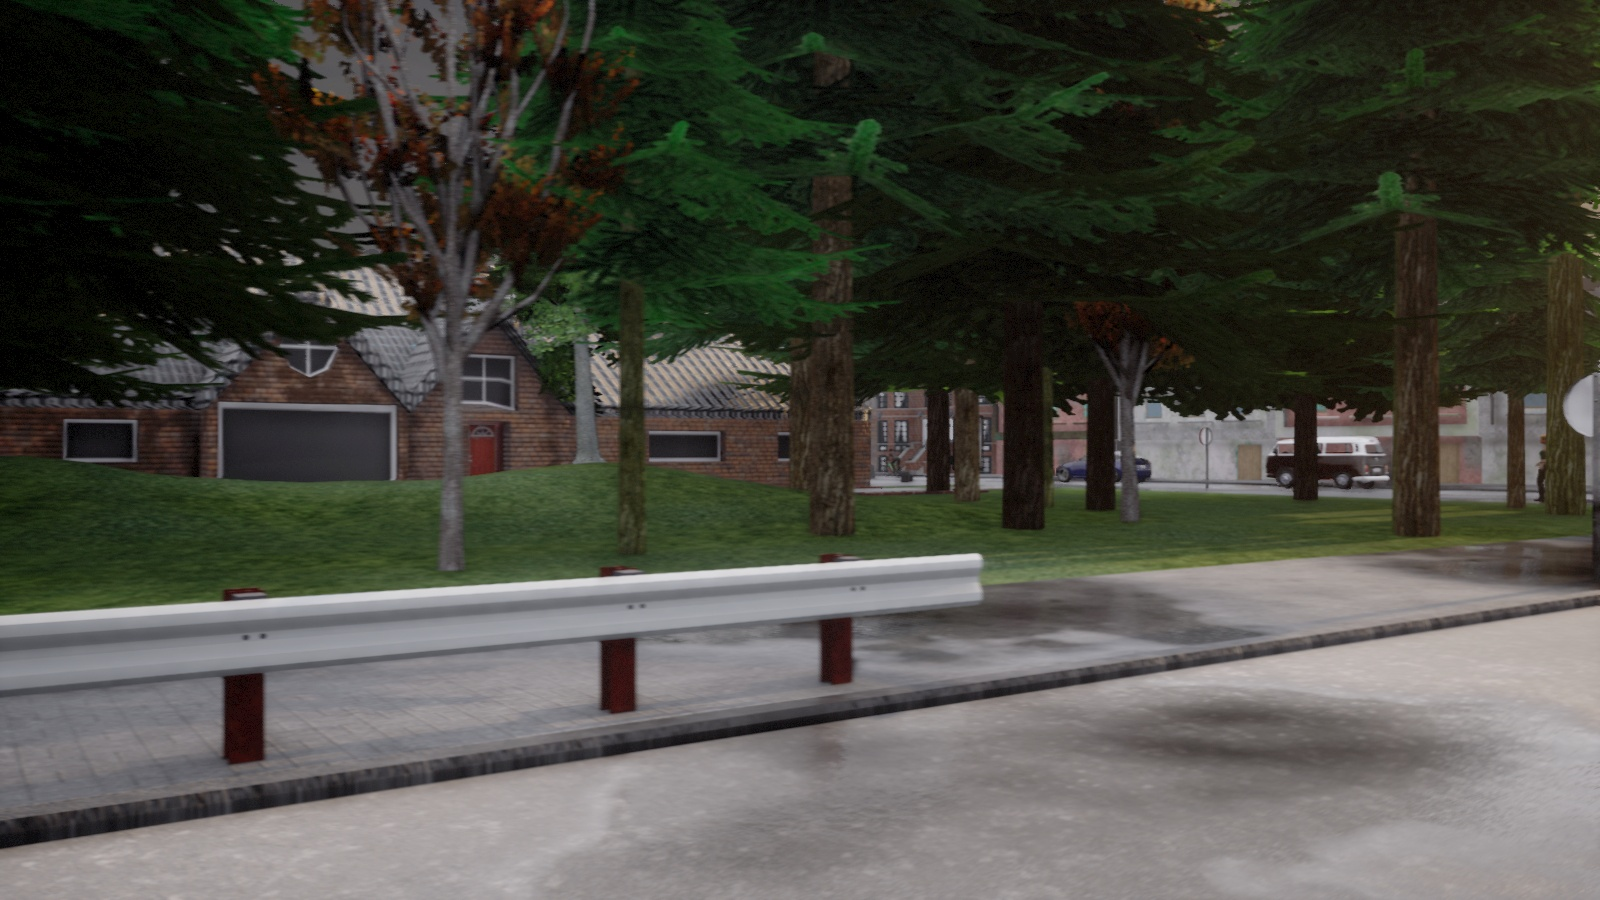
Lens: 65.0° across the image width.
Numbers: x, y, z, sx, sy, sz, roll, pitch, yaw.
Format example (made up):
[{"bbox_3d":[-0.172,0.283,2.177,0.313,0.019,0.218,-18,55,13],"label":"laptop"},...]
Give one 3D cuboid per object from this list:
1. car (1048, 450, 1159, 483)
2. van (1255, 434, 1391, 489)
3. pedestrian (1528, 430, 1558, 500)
[{"bbox_3d":[14.033,0.735,58.263,2.163,1.488,4.792,0,0,-35],"label":"car"},{"bbox_3d":[20.371,0.423,49.041,2.069,2.038,4.480,0,0,-35],"label":"van"},{"bbox_3d":[19.790,0.398,33.434,0.345,1.836,0.594,0,0,-35],"label":"pedestrian"}]
